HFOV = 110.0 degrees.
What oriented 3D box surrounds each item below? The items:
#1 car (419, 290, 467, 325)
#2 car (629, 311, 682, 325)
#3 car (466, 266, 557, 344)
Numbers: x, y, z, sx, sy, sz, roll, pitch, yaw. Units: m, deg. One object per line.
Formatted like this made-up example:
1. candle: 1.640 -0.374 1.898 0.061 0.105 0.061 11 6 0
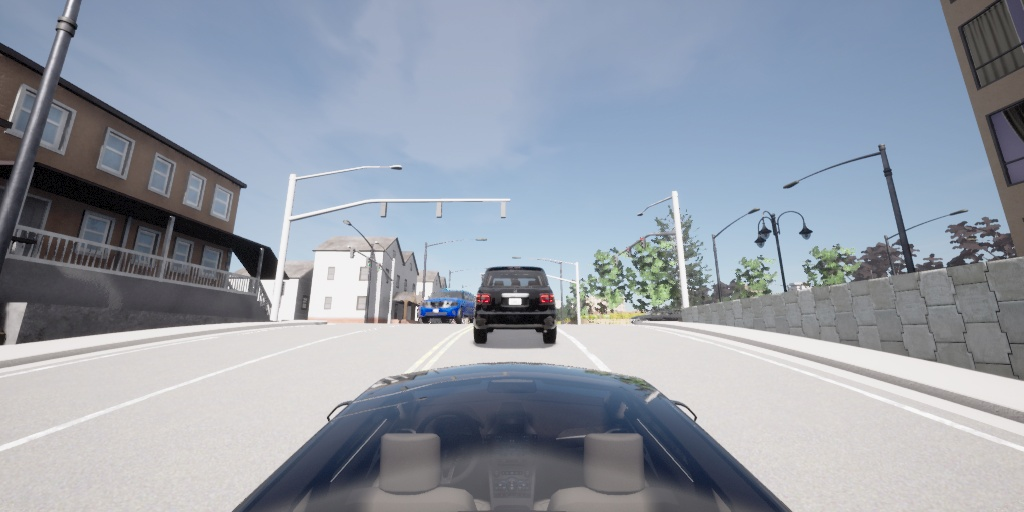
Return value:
1. car: -3.572 3.017 21.259 2.150 2.045 5.566 -2 -12 7
2. car: 12.895 5.604 31.728 4.902 1.511 2.128 0 -12 1
3. car: 0.086 1.503 11.203 2.150 2.045 5.566 0 -7 0
